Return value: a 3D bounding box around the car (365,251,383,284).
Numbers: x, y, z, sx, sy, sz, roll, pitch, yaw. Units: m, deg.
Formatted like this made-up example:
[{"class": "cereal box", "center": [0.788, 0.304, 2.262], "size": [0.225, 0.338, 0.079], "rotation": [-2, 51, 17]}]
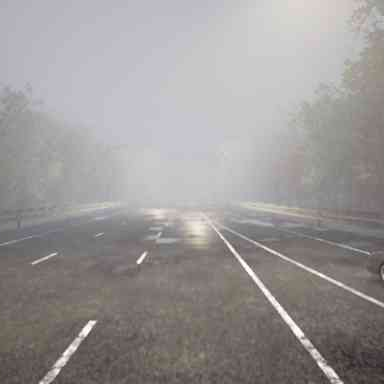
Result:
[{"class": "car", "center": [5.723, 1.588, 6.321], "size": [2.033, 1.411, 5.357], "rotation": [0, -1, -6]}]
